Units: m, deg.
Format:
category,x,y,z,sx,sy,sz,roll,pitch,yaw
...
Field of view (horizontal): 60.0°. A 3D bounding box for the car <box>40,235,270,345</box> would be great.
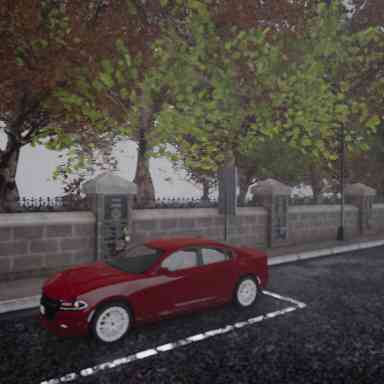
category,x,y,z,sx,sy,sz,roll,pitch,yaw
car,-0.458,1.566,6.398,4.507,1.381,1.887,0,0,-36
